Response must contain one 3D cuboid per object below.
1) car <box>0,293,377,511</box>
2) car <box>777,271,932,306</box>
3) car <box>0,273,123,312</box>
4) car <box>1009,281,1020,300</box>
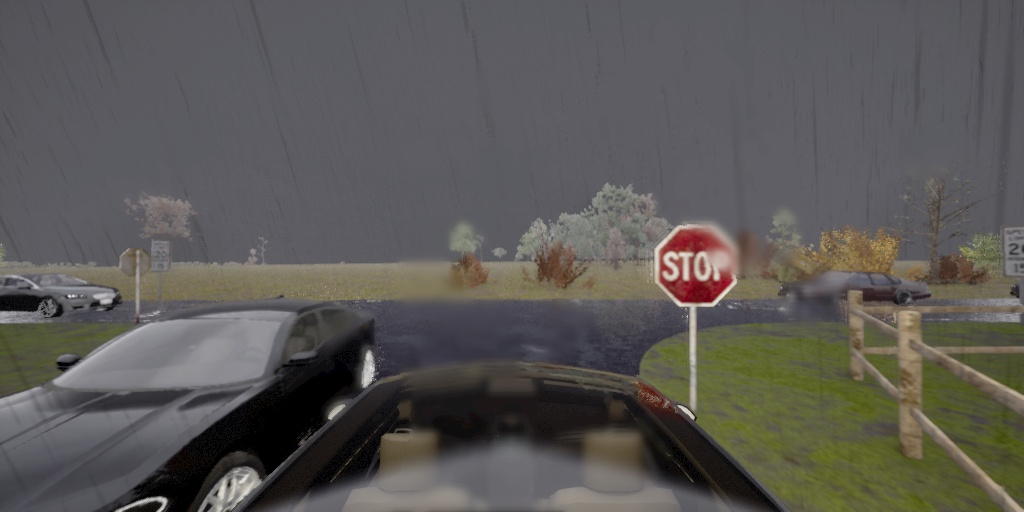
[{"bbox_3d":[-2.894,1.245,3.798,1.882,1.535,5.008,1,-1,-6],"label":"car"},{"bbox_3d":[14.901,1.379,15.743,5.357,1.411,2.033,0,0,0],"label":"car"},{"bbox_3d":[-17.162,1.381,13.038,4.902,1.511,2.128,0,0,1],"label":"car"},{"bbox_3d":[25.014,1.314,15.658,4.892,1.490,1.837,0,0,1],"label":"car"}]
